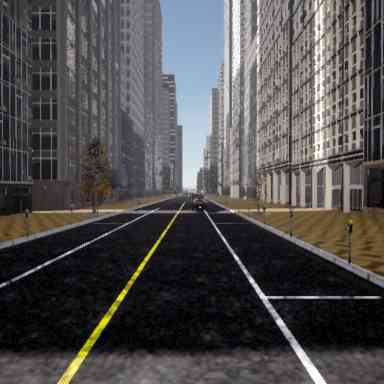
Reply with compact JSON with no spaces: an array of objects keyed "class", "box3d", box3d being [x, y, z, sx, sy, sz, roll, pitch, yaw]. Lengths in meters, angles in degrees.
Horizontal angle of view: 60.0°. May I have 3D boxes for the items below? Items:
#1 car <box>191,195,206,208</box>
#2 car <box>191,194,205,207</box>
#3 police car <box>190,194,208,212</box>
[{"class":"car","box3d":[0.896,1.365,49.026,2.097,1.767,4.553,0,0,0]},{"class":"car","box3d":[0.896,1.325,55.086,2.150,2.045,5.566,0,0,0]},{"class":"police car","box3d":[0.900,1.434,39.167,1.930,1.638,5.238,0,0,0]}]
